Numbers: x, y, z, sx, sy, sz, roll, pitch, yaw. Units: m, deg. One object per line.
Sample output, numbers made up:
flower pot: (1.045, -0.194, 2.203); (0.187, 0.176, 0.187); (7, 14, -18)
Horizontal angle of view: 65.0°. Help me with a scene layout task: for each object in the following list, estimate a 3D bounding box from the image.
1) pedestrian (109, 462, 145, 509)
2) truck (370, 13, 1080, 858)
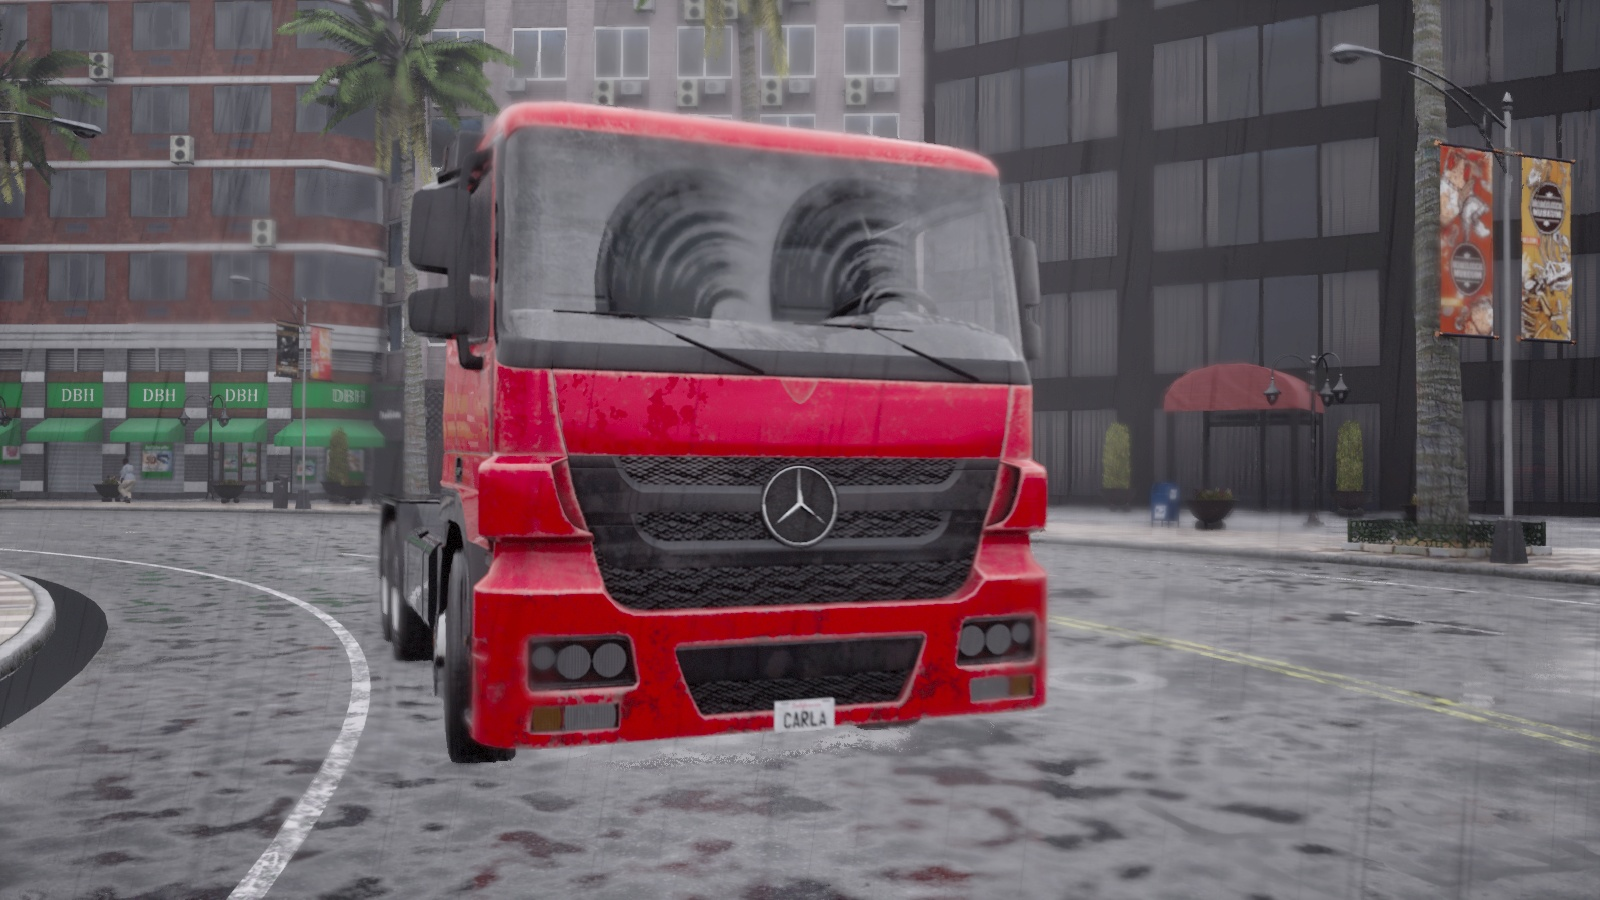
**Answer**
pedestrian: (-26.736, 1.414, 49.866); (0.900, 1.855, 0.874); (0, -1, 14)
truck: (-1.451, -0.006, 9.362); (2.891, 3.462, 7.936); (0, -1, -22)
